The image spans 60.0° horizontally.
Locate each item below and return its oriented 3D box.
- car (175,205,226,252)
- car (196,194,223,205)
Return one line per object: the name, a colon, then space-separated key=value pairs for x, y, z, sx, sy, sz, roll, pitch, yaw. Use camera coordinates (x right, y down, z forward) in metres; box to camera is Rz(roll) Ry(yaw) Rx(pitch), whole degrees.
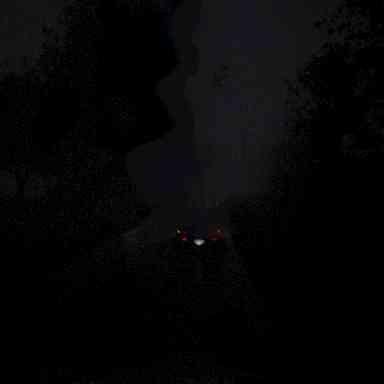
car: x=0.395 y=1.494 z=13.708 sx=1.812 sy=1.442 sz=4.674 roll=0 pitch=1 yaw=4
car: x=1.504 y=0.980 z=28.024 sx=2.097 sy=1.767 sz=4.553 roll=0 pitch=2 yaw=6
